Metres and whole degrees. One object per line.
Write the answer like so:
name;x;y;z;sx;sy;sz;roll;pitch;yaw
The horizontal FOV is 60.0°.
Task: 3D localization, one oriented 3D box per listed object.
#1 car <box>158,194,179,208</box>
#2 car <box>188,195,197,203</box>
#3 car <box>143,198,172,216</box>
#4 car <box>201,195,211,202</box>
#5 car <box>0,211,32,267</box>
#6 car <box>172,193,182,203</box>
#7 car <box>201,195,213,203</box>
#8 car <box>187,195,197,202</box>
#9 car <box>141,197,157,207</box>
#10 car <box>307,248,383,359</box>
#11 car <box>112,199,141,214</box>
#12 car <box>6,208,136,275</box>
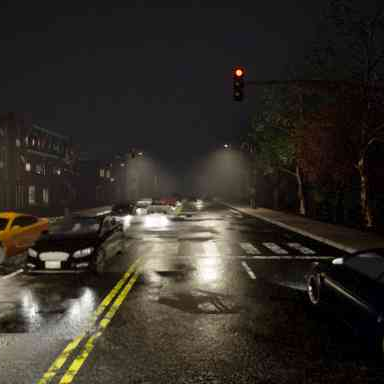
car;-3.357;1.461;48.204;1.882;1.535;5.008;0;0;0
car;0.086;1.499;69.677;1.812;1.442;4.674;0;0;0
car;-3.357;1.591;33.009;1.895;1.301;4.718;0;0;0
car;3.231;1.508;78.533;2.033;1.411;5.357;0;0;0
car;-6.613;1.476;11.435;1.882;1.535;5.008;0;0;0
car;-3.276;1.198;68.437;2.150;2.045;5.566;0;0;0
car;3.337;1.465;68.349;2.128;1.511;4.902;0;0;0
car;-0.017;1.492;79.758;2.128;1.511;4.902;0;0;0
car;-6.608;1.584;47.237;1.895;1.301;4.718;0;0;0
car;3.337;1.563;5.254;1.994;1.385;4.181;0;0;1
car;-6.607;1.554;32.876;1.994;1.385;4.181;0;0;0
car;-3.351;1.489;10.468;2.128;1.511;4.902;0;0;0
